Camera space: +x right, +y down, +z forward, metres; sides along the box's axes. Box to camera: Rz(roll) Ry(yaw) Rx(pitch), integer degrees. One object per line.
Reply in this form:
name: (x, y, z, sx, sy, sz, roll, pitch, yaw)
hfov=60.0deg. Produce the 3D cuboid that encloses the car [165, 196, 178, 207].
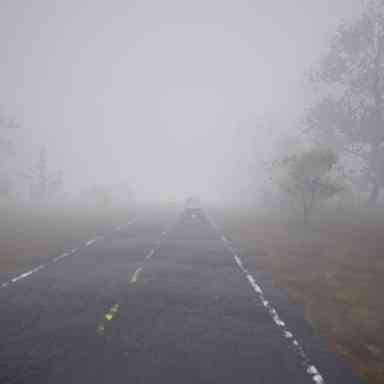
car: (-3.039, 1.386, 50.064, 1.882, 1.535, 5.008, 0, 0, 1)

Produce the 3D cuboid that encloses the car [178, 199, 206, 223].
car: (0.100, 1.481, 24.790, 1.812, 1.442, 4.674, 0, 0, 0)

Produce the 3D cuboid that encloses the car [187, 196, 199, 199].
car: (0.104, 1.276, 41.214, 2.097, 1.767, 4.553, 0, 0, 0)
